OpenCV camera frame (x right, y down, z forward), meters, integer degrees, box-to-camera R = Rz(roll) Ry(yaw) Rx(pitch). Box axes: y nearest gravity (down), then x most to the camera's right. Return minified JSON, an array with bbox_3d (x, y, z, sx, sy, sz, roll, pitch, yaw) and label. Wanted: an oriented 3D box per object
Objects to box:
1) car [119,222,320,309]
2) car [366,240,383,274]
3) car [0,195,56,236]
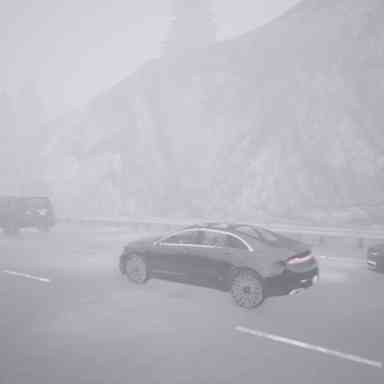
[{"bbox_3d":[0.390,1.476,7.828,4.902,1.511,2.128,0,0,34],"label":"car"},{"bbox_3d":[6.766,1.482,7.665,4.892,1.490,1.837,0,0,36],"label":"car"},{"bbox_3d":[-9.990,1.200,18.416,5.566,2.045,2.150,0,0,30],"label":"car"}]
